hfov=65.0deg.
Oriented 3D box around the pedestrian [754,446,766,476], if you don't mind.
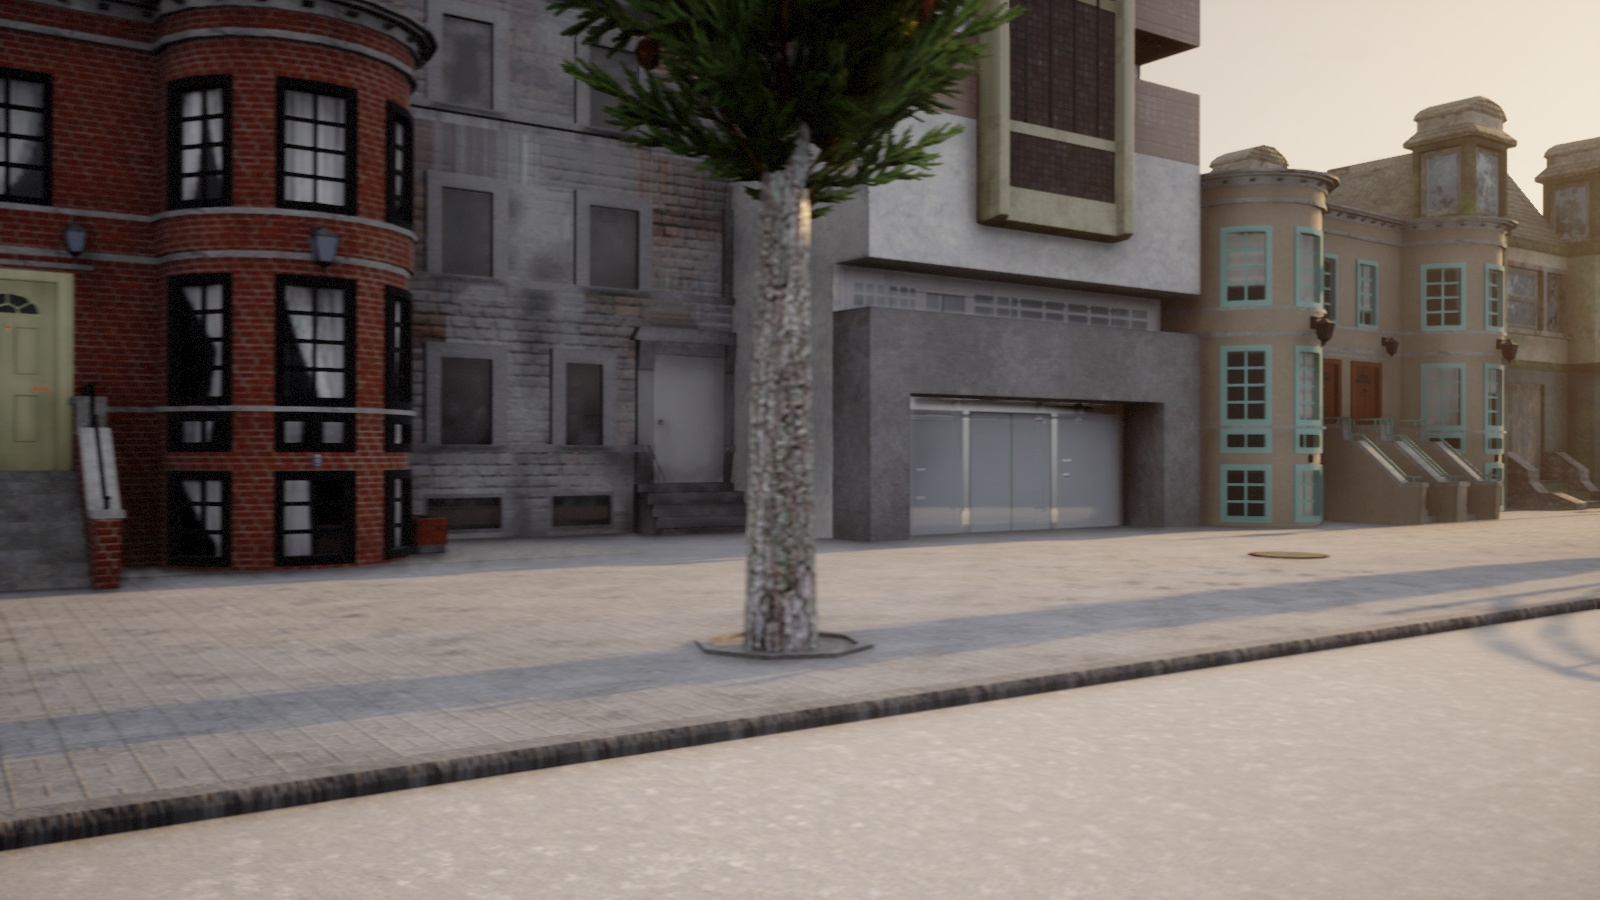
[{"bbox_3d":[-2.415,0.646,76.107,0.328,1.805,0.869,0,0,-36],"label":"pedestrian"}]
